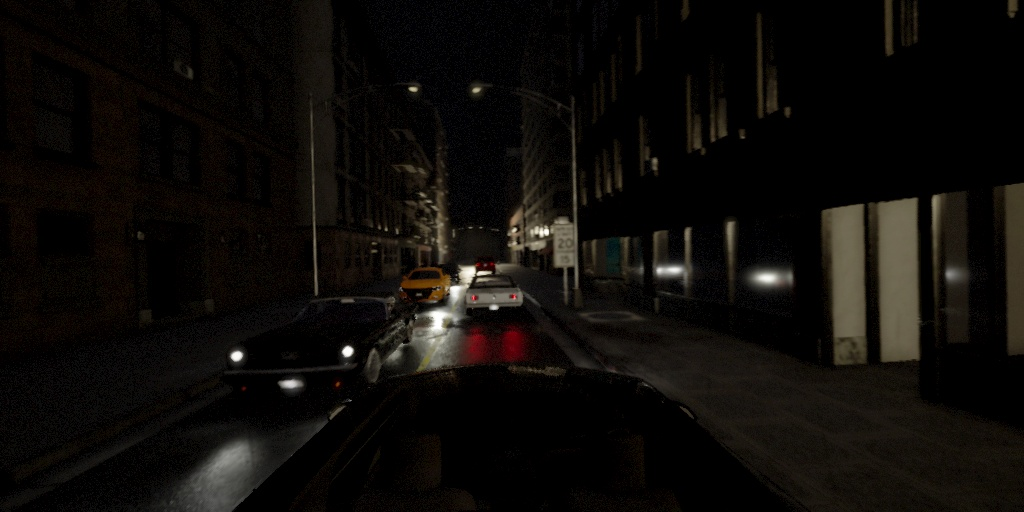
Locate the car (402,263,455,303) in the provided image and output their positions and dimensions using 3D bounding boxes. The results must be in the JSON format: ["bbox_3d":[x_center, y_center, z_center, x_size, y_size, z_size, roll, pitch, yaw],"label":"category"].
[{"bbox_3d":[-3.990,1.297,17.026,1.882,1.535,5.008,-1,0,-5],"label":"car"}]

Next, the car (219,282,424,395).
[{"bbox_3d":[-3.159,1.415,7.018,1.895,1.301,4.718,-1,0,-5],"label":"car"}]

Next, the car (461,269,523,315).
[{"bbox_3d":[-0.756,1.352,13.651,1.895,1.301,4.718,-1,0,-5],"label":"car"}]

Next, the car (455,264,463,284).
[{"bbox_3d":[-4.838,1.331,27.345,1.837,1.490,4.892,-1,0,-4],"label":"car"}]

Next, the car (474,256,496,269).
[{"bbox_3d":[-2.878,0.993,38.638,2.150,2.045,5.566,-1,0,-4],"label":"car"}]
